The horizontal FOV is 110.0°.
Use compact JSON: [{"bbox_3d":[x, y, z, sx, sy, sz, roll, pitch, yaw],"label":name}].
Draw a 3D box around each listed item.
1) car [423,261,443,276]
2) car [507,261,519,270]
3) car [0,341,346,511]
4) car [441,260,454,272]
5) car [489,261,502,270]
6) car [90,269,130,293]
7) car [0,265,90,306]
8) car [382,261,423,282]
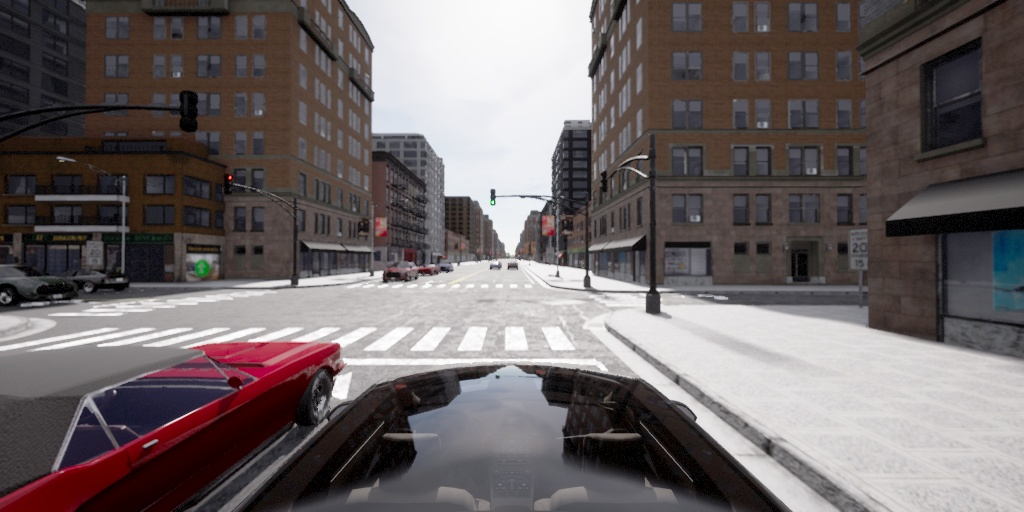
[{"bbox_3d":[-9.754,1.604,41.648,1.895,1.301,4.718,0,0,0],"label":"car"},{"bbox_3d":[0.145,1.632,61.759,1.837,1.490,4.892,0,0,0],"label":"car"},{"bbox_3d":[-3.172,1.358,2.755,1.895,1.301,4.718,0,0,-1],"label":"car"},{"bbox_3d":[-9.720,1.417,51.384,2.097,1.767,4.553,0,-1,0],"label":"car"},{"bbox_3d":[-3.000,1.686,63.712,2.033,1.411,5.357,0,0,0],"label":"car"},{"bbox_3d":[-25.329,1.455,21.252,4.313,1.339,1.948,0,0,0],"label":"car"},{"bbox_3d":[-22.169,1.185,15.750,4.553,1.767,2.097,0,-1,0],"label":"car"},{"bbox_3d":[-9.778,1.294,31.734,2.097,1.767,4.553,0,0,0],"label":"car"}]
